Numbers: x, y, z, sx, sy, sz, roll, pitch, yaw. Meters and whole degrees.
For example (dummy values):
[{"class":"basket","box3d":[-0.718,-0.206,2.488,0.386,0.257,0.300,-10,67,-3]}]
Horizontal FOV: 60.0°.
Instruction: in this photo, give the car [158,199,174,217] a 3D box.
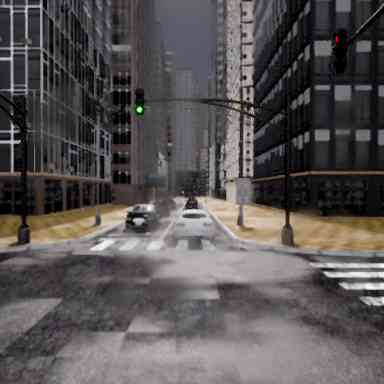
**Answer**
[{"class":"car","box3d":[-3.095,1.610,33.002,1.837,1.490,4.892,0,0,0]}]

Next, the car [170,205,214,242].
[{"class":"car","box3d":[0.100,1.574,16.427,1.812,1.442,4.674,0,0,0]}]

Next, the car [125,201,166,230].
[{"class":"car","box3d":[-3.089,1.556,21.618,2.128,1.511,4.902,0,0,0]}]

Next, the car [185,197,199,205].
[{"class":"car","box3d":[-0.007,1.684,51.861,1.837,1.490,4.892,0,0,0]}]

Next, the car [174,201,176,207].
[{"class":"car","box3d":[-3.084,1.675,44.693,1.812,1.442,4.674,0,0,0]}]

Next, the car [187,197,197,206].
[{"class":"car","box3d":[-0.008,1.701,62.279,1.882,1.535,5.008,0,0,0]}]
